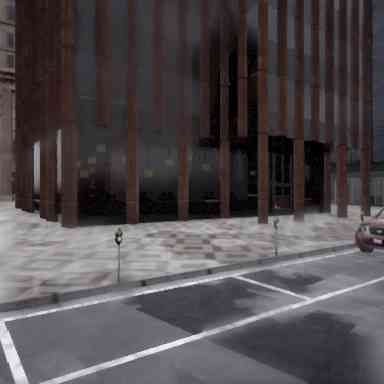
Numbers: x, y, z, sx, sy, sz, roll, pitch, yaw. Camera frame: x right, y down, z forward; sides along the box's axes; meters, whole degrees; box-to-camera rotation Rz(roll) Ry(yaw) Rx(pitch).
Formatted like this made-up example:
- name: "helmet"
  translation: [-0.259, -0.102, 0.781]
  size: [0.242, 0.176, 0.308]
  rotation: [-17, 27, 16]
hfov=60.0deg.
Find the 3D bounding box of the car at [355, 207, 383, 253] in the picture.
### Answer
- name: "car"
  translation: [8.216, 1.315, 12.510]
  size: [5.009, 1.841, 2.192]
  rotation: [0, 0, -36]
